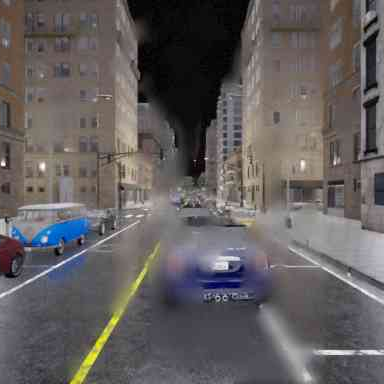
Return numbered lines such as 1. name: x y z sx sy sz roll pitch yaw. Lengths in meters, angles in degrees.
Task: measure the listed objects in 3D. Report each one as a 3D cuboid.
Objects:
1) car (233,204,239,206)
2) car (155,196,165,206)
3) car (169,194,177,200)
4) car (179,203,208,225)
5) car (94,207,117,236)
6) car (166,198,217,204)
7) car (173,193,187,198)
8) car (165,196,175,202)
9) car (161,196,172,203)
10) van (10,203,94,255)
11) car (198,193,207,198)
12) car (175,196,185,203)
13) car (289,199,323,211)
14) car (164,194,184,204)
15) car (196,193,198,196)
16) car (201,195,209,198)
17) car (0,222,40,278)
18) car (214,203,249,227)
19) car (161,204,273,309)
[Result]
1. car: 2.698 1.525 18.471 1.752 1.417 4.829 0 0 0
2. car: -5.221 1.526 56.117 1.752 1.417 4.829 0 0 0
3. car: -5.118 1.433 90.374 1.967 1.590 4.097 0 0 0
4. car: 0.092 1.564 25.052 1.994 1.385 4.181 0 0 0
5. car: -5.336 1.551 18.324 2.008 1.369 4.403 0 0 0
6. car: 0.123 1.352 15.390 2.097 1.767 4.553 0 0 0
7. car: -2.641 1.221 60.451 2.150 2.045 5.566 0 0 1
8. car: -5.152 1.547 79.012 2.008 1.369 4.403 0 0 0
9. car: -5.186 1.564 67.649 1.947 1.339 4.313 0 0 0
10. van: -5.354 1.341 12.917 1.690 1.788 3.998 0 0 0
11. car: 2.856 1.437 73.309 1.967 1.590 4.097 0 0 0
12. car: -2.540 1.522 70.556 1.812 1.442 4.674 0 0 0
13. car: 13.705 1.517 38.313 4.718 1.301 1.895 0 0 0
14. car: -2.692 1.478 50.462 1.882 1.535 5.008 0 0 0
15. car: 2.890 1.309 84.673 2.192 1.841 5.009 0 0 0
16. car: 2.787 1.551 50.583 2.008 1.369 4.403 0 0 0
17. car: -5.371 1.582 7.511 1.802 1.307 4.206 0 0 0
18. car: 2.709 1.551 23.707 2.008 1.369 4.403 0 0 0
19. car: 0.328 1.352 8.123 2.097 1.767 4.553 0 0 -5
